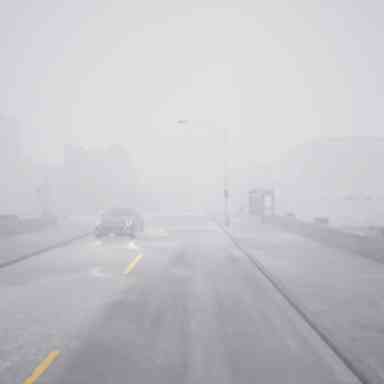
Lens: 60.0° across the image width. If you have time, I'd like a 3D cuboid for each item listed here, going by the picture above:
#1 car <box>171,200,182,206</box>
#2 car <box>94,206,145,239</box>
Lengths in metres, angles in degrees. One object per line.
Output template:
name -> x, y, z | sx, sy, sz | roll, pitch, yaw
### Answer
car -> -4.035, 2.650, 80.397 | 1.812, 1.442, 4.674 | 0, -1, 0
car -> -4.055, 1.622, 19.197 | 2.097, 1.767, 4.553 | 0, -1, 0
